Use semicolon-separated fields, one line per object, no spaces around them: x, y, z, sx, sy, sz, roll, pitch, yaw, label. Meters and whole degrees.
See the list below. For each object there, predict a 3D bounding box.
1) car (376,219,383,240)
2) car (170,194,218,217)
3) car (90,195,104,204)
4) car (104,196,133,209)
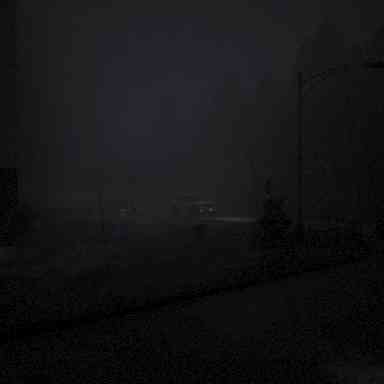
9.819;1.564;14.261;1.994;1.385;4.181;0;0;0;car
0.079;1.222;31.458;2.150;2.045;5.566;0;0;-36;car
-18.068;1.352;63.976;2.097;1.767;4.553;0;0;-35;car
-9.632;1.548;45.031;2.033;1.411;5.357;0;0;-35;car
